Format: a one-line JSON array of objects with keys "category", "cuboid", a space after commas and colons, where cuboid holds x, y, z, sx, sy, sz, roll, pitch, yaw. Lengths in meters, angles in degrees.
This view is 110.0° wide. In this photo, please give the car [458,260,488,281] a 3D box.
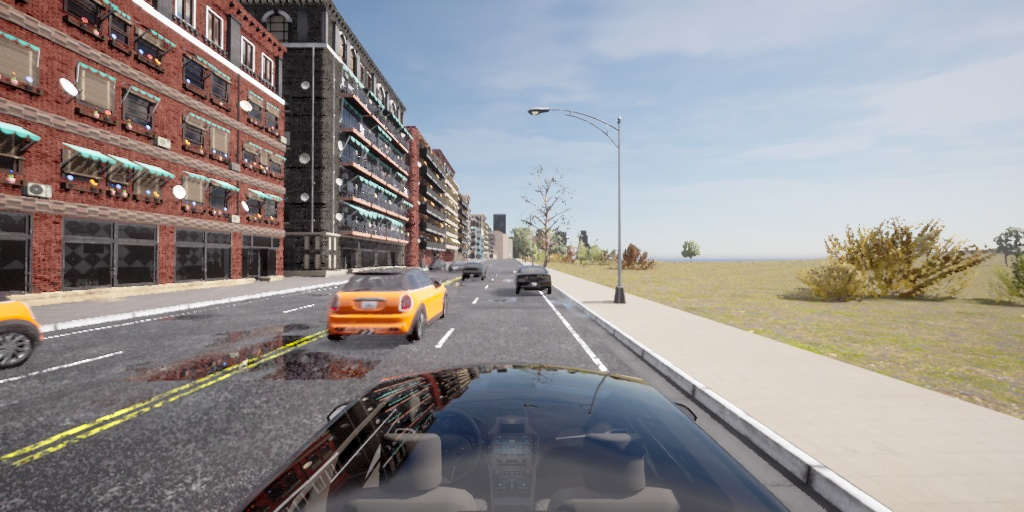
[{"category": "car", "cuboid": [-3.180, 1.290, 30.888, 1.837, 1.490, 4.892, 0, 0, 0]}]

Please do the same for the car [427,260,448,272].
[{"category": "car", "cuboid": [-9.894, 1.306, 47.815, 1.837, 1.490, 4.892, 0, 0, 0]}]

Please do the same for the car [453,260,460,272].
[{"category": "car", "cuboid": [-6.643, 1.289, 44.095, 2.128, 1.511, 4.902, 0, 0, 0]}]

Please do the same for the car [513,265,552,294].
[{"category": "car", "cuboid": [1.118, 1.250, 20.283, 1.882, 1.535, 5.008, 0, 0, 0]}]

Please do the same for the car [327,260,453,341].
[{"category": "car", "cuboid": [-3.160, 1.112, 10.058, 2.097, 1.767, 4.553, 0, 0, 0]}]

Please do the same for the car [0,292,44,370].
[{"category": "car", "cuboid": [-9.854, 1.106, 4.688, 2.097, 1.767, 4.553, 0, 0, 0]}]
